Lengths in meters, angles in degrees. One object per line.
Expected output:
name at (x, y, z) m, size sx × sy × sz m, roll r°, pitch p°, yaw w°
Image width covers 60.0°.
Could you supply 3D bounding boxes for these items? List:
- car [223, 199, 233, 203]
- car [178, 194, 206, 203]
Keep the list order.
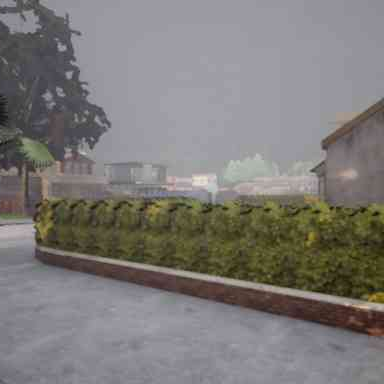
car at (5.336, 1.638, 44.559) m, size 1.895 × 1.301 × 4.718 m, roll 0°, pitch 0°, yaw 36°
car at (-0.637, 1.259, 36.201) m, size 2.150 × 2.045 × 5.566 m, roll 0°, pitch 0°, yaw 36°
